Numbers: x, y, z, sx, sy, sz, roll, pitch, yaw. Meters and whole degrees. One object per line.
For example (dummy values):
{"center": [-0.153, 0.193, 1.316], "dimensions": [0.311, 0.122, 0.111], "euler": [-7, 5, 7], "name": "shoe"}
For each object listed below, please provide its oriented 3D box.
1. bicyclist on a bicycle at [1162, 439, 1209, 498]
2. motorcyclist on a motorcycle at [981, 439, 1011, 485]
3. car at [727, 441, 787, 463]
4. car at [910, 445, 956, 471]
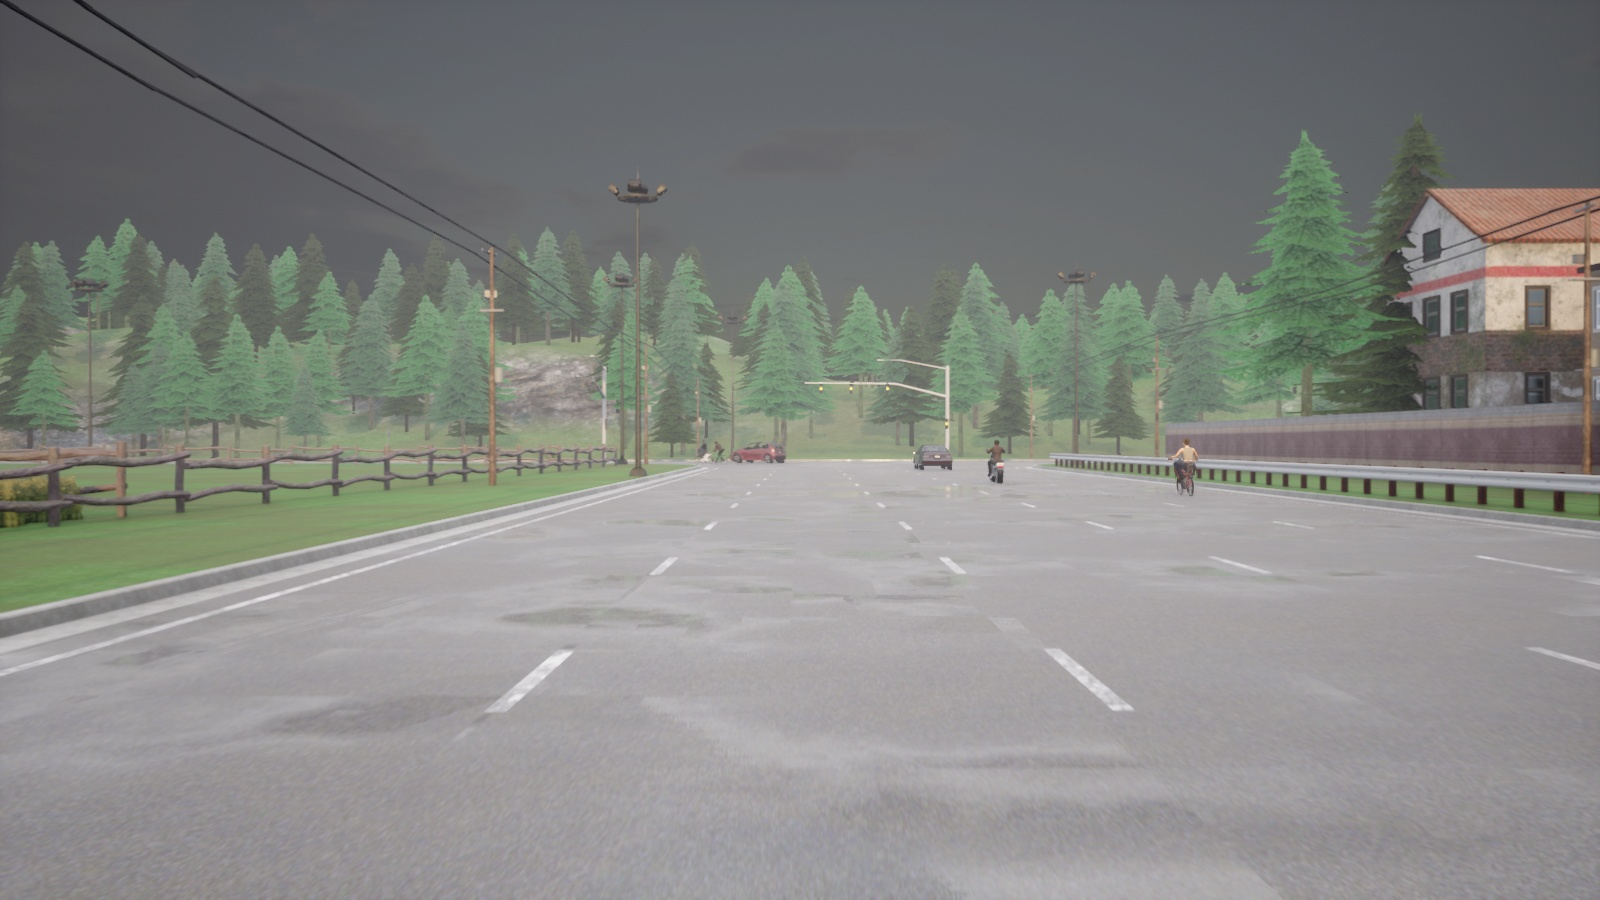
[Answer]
{"center": [10.710, 0.495, 34.929], "dimensions": [0.866, 1.612, 1.509], "euler": [0, 0, 1], "name": "bicyclist on a bicycle"}
{"center": [7.282, 0.439, 46.765], "dimensions": [0.766, 1.649, 2.350], "euler": [0, 0, 0], "name": "motorcyclist on a motorcycle"}
{"center": [-3.123, 0.127, 91.346], "dimensions": [3.988, 1.617, 1.851], "euler": [0, 0, 32], "name": "car"}
{"center": [7.417, 0.404, 70.241], "dimensions": [2.033, 1.411, 5.357], "euler": [0, 0, 0], "name": "car"}
